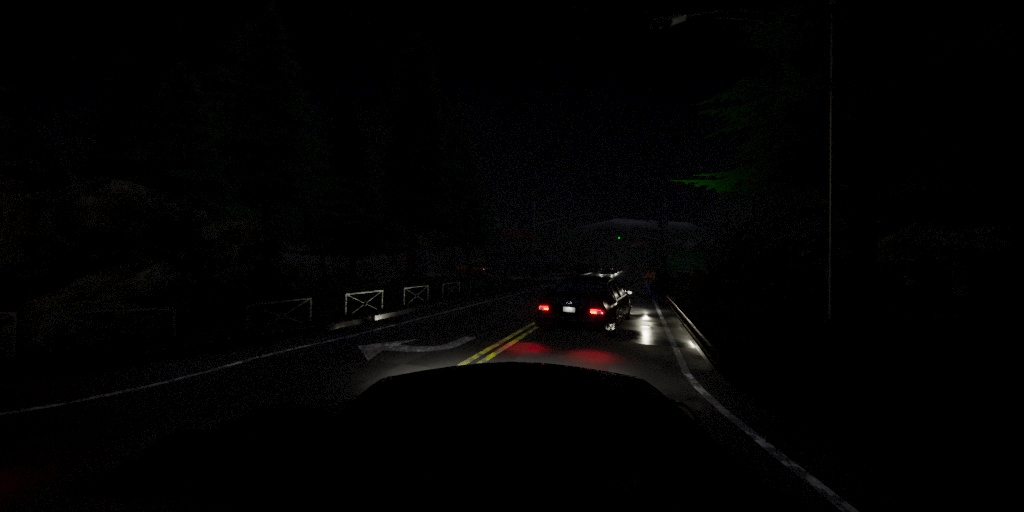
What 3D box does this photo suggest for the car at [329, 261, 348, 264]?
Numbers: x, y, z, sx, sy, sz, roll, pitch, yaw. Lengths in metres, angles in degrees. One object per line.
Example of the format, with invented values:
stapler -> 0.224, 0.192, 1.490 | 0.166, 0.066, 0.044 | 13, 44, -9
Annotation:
car -> -23.289, 1.526, 51.320 | 4.674, 1.442, 1.812 | 1, -1, 23

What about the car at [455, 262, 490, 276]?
car -> -4.994, 1.605, 44.528 | 4.553, 1.767, 2.097 | 1, -1, 20

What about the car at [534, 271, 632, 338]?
car -> 2.276, 1.289, 10.266 | 2.033, 1.411, 5.357 | 1, -1, 24

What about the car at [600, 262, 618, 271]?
car -> 15.462, 2.025, 57.932 | 2.097, 1.767, 4.553 | 1, -1, 20

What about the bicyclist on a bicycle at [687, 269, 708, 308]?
bicyclist on a bicycle -> 7.833, 1.373, 15.106 | 1.656, 1.620, 0.582 | 1, -1, -35

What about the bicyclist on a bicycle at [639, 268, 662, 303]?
bicyclist on a bicycle -> 6.384, 1.361, 16.484 | 1.656, 1.620, 0.582 | 1, -1, -32

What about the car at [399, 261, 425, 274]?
car -> -13.884, 1.481, 47.703 | 4.553, 1.767, 2.097 | 1, -1, 20
